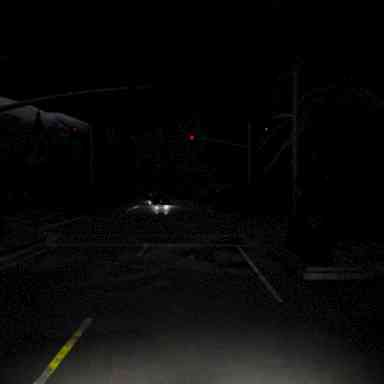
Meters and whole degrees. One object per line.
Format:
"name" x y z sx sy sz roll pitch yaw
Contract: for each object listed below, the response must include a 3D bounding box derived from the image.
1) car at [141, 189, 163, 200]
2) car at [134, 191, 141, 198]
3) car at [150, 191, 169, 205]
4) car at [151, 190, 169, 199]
"car" -7.232 0.418 60.080 2.150 2.045 5.566 0 1 -19
"car" -12.405 0.464 76.124 4.902 1.511 2.128 1 1 42
"car" -3.951 0.988 43.120 1.994 1.385 4.181 0 1 -4
"car" -6.649 0.447 67.822 2.097 1.767 4.553 0 1 -27
